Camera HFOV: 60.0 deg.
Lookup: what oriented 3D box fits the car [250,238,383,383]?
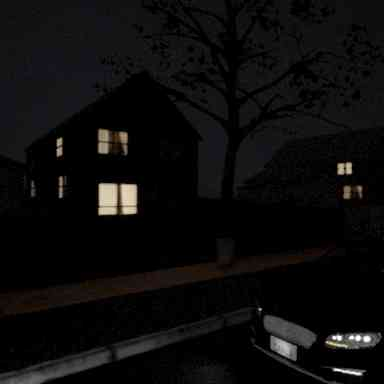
[{"bbox_3d":[3.039,1.551,5.254,4.902,1.511,2.128,1,0,-36],"label":"car"}]
